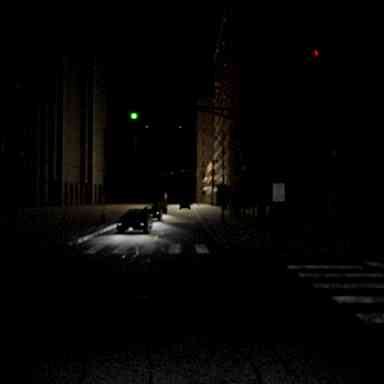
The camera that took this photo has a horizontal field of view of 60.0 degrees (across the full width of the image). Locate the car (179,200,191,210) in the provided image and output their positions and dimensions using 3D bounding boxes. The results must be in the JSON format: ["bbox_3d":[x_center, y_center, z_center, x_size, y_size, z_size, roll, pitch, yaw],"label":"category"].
[{"bbox_3d":[-1.184,2.251,55.636,1.812,1.442,4.674,0,-1,-2],"label":"car"}]

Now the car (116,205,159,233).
[{"bbox_3d":[-3.638,1.823,22.072,2.033,1.411,5.357,0,-1,-1],"label":"car"}]

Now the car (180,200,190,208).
[{"bbox_3d":[-1.409,2.330,65.542,1.882,1.535,5.008,0,-1,-1],"label":"car"}]

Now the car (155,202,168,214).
[{"bbox_3d":[-4.091,2.037,42.807,2.128,1.511,4.902,0,-1,-1],"label":"car"}]

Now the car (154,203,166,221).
[{"bbox_3d":[-3.871,2.009,32.276,1.895,1.301,4.718,0,-1,-1],"label":"car"}]
